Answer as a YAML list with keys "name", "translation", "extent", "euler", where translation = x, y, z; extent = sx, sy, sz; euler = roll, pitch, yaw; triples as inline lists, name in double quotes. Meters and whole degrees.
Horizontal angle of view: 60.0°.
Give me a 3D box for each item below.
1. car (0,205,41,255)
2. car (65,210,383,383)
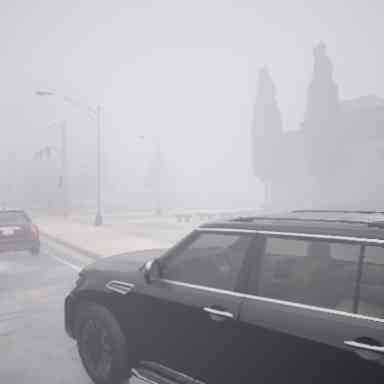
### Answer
- name: "car"
  translation: [-7.307, 1.346, 12.494]
  extent: [2.097, 1.767, 4.553]
  euler: [0, 0, -39]
- name: "car"
  translation: [0.942, 1.223, 3.567]
  extent: [5.566, 2.045, 2.150]
  euler: [0, 0, 38]
